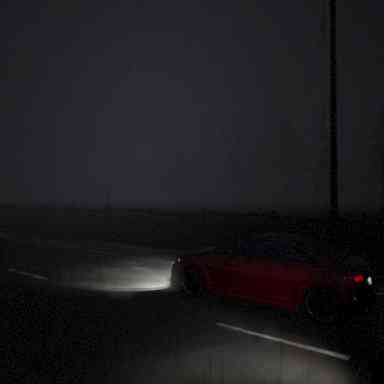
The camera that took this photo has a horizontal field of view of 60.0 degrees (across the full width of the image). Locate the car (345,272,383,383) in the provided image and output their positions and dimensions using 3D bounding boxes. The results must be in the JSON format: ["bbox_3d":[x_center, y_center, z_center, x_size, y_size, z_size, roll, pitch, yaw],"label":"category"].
[{"bbox_3d":[3.440,1.515,1.538,4.674,1.442,1.812,0,0,36],"label":"car"}]

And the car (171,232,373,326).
[{"bbox_3d":[1.577,1.579,7.168,4.181,1.385,1.994,0,0,36],"label":"car"}]
